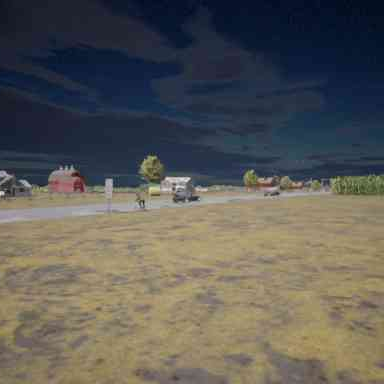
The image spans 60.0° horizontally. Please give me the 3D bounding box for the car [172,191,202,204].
[{"bbox_3d":[-0.606,0.684,43.894,1.837,1.490,4.892,1,2,35],"label":"car"}]

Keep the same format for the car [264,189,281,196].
[{"bbox_3d":[16.445,0.153,67.869,2.033,1.411,5.357,1,2,35],"label":"car"}]

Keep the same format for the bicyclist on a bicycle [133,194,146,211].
[{"bbox_3d":[-4.902,0.995,31.130,1.656,1.620,0.582,0,1,35],"label":"bicyclist on a bicycle"}]
